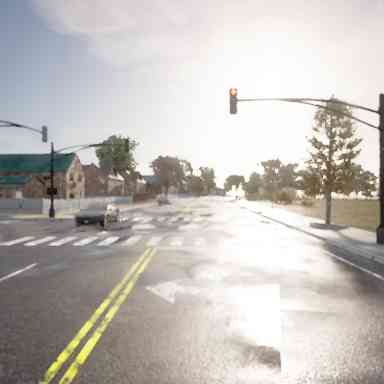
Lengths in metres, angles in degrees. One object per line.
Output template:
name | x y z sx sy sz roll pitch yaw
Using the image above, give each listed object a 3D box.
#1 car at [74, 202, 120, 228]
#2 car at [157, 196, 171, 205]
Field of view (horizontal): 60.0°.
car | -6.224 1.477 22.281 1.882 1.535 5.008 0 0 1
car | -4.730 1.426 56.879 1.882 1.535 5.008 0 0 4
